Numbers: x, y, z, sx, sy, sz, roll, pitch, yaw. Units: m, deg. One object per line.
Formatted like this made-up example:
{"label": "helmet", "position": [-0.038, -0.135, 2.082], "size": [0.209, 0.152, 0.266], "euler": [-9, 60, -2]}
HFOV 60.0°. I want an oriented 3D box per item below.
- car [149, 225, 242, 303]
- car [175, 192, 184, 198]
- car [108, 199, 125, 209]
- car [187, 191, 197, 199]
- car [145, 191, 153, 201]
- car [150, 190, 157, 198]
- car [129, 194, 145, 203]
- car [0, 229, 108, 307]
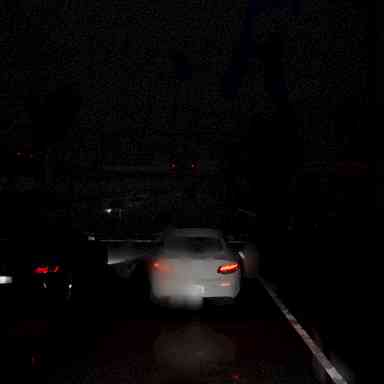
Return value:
{"label": "car", "position": [0.077, 1.526, 8.090], "size": [1.812, 1.442, 4.674], "euler": [0, 0, 0]}
{"label": "car", "position": [-3.545, 0.884, 87.192], "size": [1.812, 1.442, 4.674], "euler": [0, 1, 0]}
{"label": "car", "position": [-10.265, 1.551, 45.267], "size": [1.895, 1.301, 4.718], "euler": [0, 0, -6]}
{"label": "car", "position": [-0.043, 0.660, 83.535], "size": [2.150, 2.045, 5.566], "euler": [0, 1, 0]}
{"label": "car", "position": [-10.538, 1.088, 74.484], "size": [1.882, 1.535, 5.008], "euler": [0, 1, 0]}
{"label": "car", "position": [-10.546, 0.527, 89.349], "size": [2.150, 2.045, 5.566], "euler": [0, 1, 0]}
{"label": "car", "position": [-10.590, 1.351, 62.515], "size": [1.994, 1.385, 4.181], "euler": [0, 1, 0]}
{"label": "car", "position": [-3.423, 1.564, 8.043], "size": [1.994, 1.385, 4.181], "euler": [0, 0, 0]}
